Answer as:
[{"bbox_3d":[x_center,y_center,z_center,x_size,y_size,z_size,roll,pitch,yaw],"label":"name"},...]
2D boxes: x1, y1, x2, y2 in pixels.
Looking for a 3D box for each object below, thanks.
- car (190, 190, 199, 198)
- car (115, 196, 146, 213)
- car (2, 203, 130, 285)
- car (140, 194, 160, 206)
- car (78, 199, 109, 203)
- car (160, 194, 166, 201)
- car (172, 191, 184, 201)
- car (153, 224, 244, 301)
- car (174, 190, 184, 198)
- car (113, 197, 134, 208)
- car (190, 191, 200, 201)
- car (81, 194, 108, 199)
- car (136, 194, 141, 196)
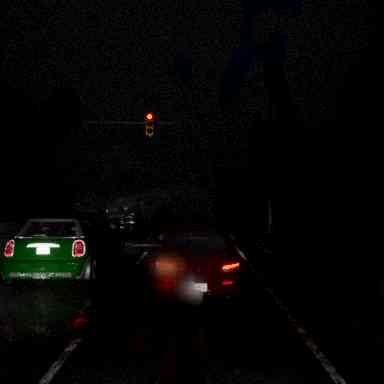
[{"bbox_3d":[0.575,0.473,76.766,1.837,1.490,4.892,0,3,0],"label":"car"},{"bbox_3d":[-6.855,1.491,36.987,2.128,1.511,4.902,0,0,1],"label":"car"},{"bbox_3d":[-3.360,1.352,9.659,2.097,1.767,4.553,0,0,0],"label":"car"},{"bbox_3d":[-6.713,1.484,53.370,1.837,1.490,4.892,0,0,0],"label":"car"},{"bbox_3d":[-6.979,1.491,22.333,2.128,1.511,4.902,0,0,0],"label":"car"},{"bbox_3d":[-6.503,1.021,68.167,1.895,1.301,4.718,0,3,1],"label":"car"},{"bbox_3d":[-2.911,0.985,66.447,1.882,1.535,5.008,0,3,1],"label":"car"},{"bbox_3d":[0.132,1.526,8.192,1.812,1.442,4.674,0,0,0],"label":"car"},{"bbox_3d":[-2.927,0.510,76.557,2.128,1.511,4.902,0,3,0],"label":"car"},{"bbox_3d":[-10.241,1.491,49.934,2.128,1.511,4.902,0,0,1],"label":"car"},{"bbox_3d":[0.591,0.845,66.688,2.097,1.767,4.553,0,3,0],"label":"car"},{"bbox_3d":[-10.368,1.220,35.388,2.150,2.045,5.566,0,0,0],"label":"car"},{"bbox_3d":[-10.038,1.089,66.137,1.994,1.385,4.181,0,3,1],"label":"car"}]
